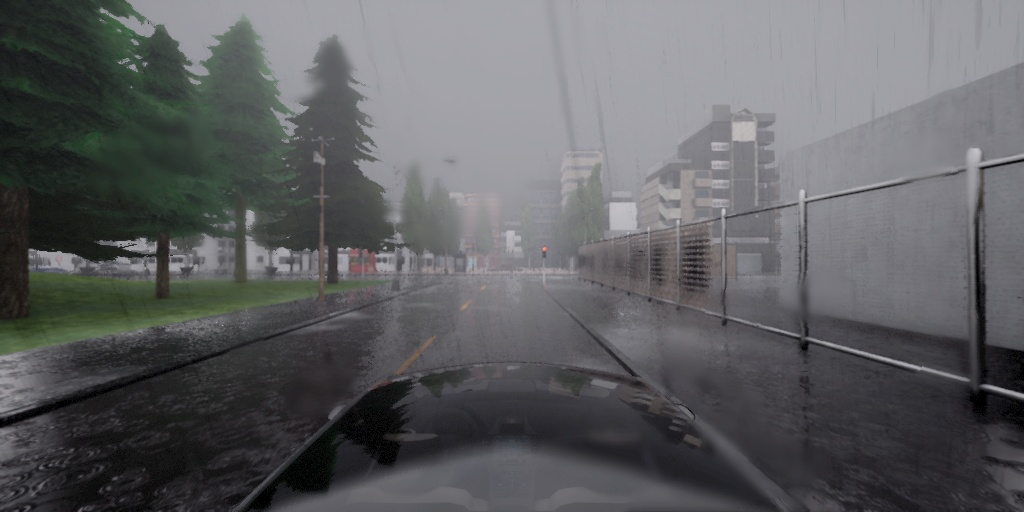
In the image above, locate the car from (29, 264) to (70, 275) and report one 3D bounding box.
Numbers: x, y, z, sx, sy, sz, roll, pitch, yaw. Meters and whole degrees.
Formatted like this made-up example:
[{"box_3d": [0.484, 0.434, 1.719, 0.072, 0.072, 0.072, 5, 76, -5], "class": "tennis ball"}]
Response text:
[{"box_3d": [-50.249, 1.617, 38.289, 4.674, 1.442, 1.812, 0, -1, 0], "class": "car"}]
